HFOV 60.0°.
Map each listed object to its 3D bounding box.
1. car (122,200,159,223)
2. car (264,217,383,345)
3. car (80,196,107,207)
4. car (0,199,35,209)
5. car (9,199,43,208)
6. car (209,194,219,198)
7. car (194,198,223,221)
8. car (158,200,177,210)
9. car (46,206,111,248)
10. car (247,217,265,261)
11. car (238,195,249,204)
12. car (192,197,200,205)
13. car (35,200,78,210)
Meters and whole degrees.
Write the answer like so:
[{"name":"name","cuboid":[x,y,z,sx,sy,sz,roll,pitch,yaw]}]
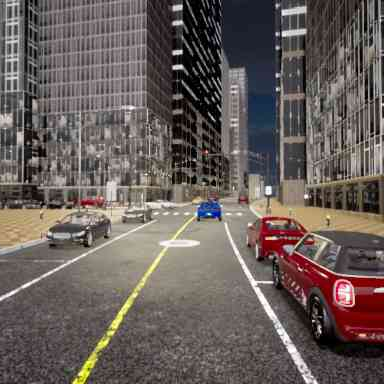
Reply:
[{"name":"car","cuboid":[-4.130,1.573,25.678,2.008,1.369,4.403,1,0,5]},{"name":"car","cuboid":[2.814,1.441,6.340,1.967,1.590,4.097,1,0,2]},{"name":"car","cuboid":[-15.149,1.534,49.612,5.009,1.841,2.192,0,-1,13]},{"name":"car","cuboid":[-22.401,1.653,43.229,4.403,1.369,2.008,0,-1,13]},{"name":"car","cuboid":[-26.036,1.833,52.189,4.403,1.369,2.008,0,-1,13]},{"name":"car","cuboid":[5.153,1.490,78.779,2.192,1.841,5.009,1,0,14]},{"name":"car","cuboid":[1.478,1.494,27.147,1.882,1.535,5.008,0,0,5]},{"name":"car","cuboid":[-4.328,1.689,43.502,4.718,1.301,1.895,-1,-1,33]},{"name":"car","cuboid":[-4.881,1.561,14.887,2.008,1.369,4.403,1,0,3]},{"name":"car","cuboid":[3.006,1.547,11.979,1.887,1.381,4.507,1,0,3]},{"name":"car","cuboid":[10.076,1.410,65.095,2.192,1.841,5.009,1,0,13]},{"name":"car","cuboid":[1.159,1.640,62.540,1.752,1.417,4.829,1,0,12]},{"name":"car","cuboid":[-16.960,1.637,41.939,4.313,1.339,1.947,0,-1,13]}]
